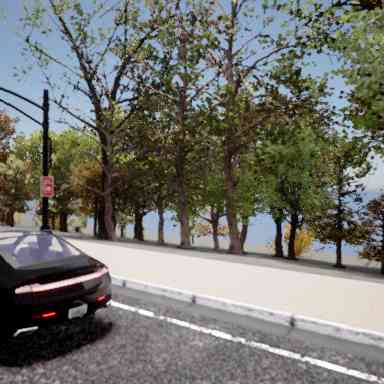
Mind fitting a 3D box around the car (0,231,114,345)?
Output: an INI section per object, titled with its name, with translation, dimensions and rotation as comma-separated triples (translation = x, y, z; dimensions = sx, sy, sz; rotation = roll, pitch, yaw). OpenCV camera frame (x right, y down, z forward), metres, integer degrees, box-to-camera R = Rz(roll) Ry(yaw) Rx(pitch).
[car]
translation = -3.559, 1.482, 6.198
dimensions = 4.902, 1.511, 2.128
rotation = 0, 0, 37
